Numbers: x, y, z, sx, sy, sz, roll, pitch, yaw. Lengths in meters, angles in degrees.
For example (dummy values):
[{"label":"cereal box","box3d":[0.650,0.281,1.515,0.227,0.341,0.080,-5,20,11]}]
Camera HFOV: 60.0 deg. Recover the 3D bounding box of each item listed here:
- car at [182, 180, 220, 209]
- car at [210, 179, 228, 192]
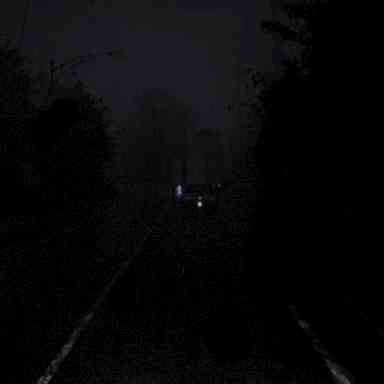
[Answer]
[{"label":"car","box3d":[0.509,0.197,19.679,1.895,1.301,4.718,0,4,3]},{"label":"car","box3d":[2.630,-0.714,35.344,1.895,1.301,4.718,0,3,13]}]
